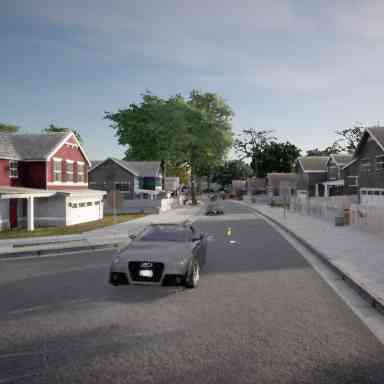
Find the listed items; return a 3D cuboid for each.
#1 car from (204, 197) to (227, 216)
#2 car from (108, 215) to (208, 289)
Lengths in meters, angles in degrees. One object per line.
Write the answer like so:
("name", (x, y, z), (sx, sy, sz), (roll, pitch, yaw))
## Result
("car", (2.368, 1.585, 33.303), (1.837, 1.490, 4.892), (0, 0, 6))
("car", (-0.691, 1.568, 9.178), (1.994, 1.385, 4.181), (0, 0, 9))
